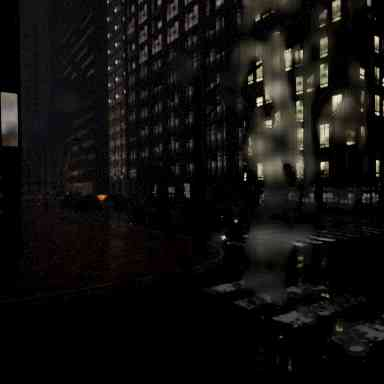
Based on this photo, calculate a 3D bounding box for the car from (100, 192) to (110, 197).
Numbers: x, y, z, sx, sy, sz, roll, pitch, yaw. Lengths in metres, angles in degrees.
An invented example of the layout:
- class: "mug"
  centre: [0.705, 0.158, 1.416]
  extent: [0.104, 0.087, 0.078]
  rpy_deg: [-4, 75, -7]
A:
- class: "car"
  centre: [-11.956, 1.009, 51.064]
  extent: [1.837, 1.490, 4.892]
  rpy_deg: [-1, 1, -35]

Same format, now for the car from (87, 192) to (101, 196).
- class: "car"
  centre: [-16.008, 1.079, 51.590]
  extent: [2.033, 1.411, 5.357]
  rpy_deg: [-1, 1, -34]

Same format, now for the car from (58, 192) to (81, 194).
- class: "car"
  centre: [-17.731, 1.122, 48.583]
  extent: [1.812, 1.442, 4.674]
  rpy_deg: [-1, 1, -34]

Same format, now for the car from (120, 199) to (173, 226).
- class: "car"
  centre: [-2.886, 1.455, 22.399]
  extent: [2.008, 1.369, 4.403]
  rpy_deg: [-1, 1, -35]

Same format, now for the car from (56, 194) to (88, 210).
- class: "car"
  centre: [-13.717, 1.289, 38.066]
  extent: [2.008, 1.369, 4.403]
  rpy_deg: [-1, 1, -35]

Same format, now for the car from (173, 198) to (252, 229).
- class: "car"
  centre: [1.129, 1.383, 21.062]
  extent: [2.128, 1.511, 4.902]
  rpy_deg: [-1, 1, -34]

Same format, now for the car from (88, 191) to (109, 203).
- class: "car"
  centre: [-15.939, 0.796, 56.782]
  extent: [2.097, 1.767, 4.553]
  rpy_deg: [-1, 1, -35]

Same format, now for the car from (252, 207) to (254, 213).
- class: "car"
  centre: [3.110, 1.279, 28.349]
  extent: [1.752, 1.417, 4.829]
  rpy_deg: [-1, 1, -35]

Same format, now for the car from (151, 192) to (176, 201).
- class: "car"
  centre: [-3.640, 0.964, 38.206]
  extent: [2.192, 1.841, 5.009]
  rpy_deg: [-1, 1, -35]

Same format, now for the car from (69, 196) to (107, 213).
- class: "car"
  centre: [-10.515, 1.354, 33.420]
  extent: [1.947, 1.339, 4.313]
  rpy_deg: [-1, 1, -35]

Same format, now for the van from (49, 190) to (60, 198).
- class: "van"
  centre: [-32.451, 0.532, 80.010]
  extent: [1.690, 1.788, 3.998]
  rpy_deg: [-1, 1, -35]

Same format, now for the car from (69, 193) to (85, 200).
- class: "car"
  centre: [-22.847, 0.890, 66.078]
  extent: [1.887, 1.381, 4.507]
  rpy_deg: [-1, 1, -35]

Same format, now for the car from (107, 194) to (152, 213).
- class: "car"
  centre: [-6.020, 1.284, 31.448]
  extent: [1.837, 1.490, 4.892]
  rpy_deg: [-1, 2, -35]

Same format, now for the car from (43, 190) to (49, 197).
- class: "car"
  centre: [-35.652, 0.689, 84.658]
  extent: [2.008, 1.369, 4.403]
  rpy_deg: [-1, 1, -35]
